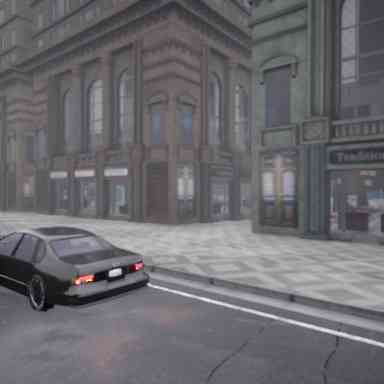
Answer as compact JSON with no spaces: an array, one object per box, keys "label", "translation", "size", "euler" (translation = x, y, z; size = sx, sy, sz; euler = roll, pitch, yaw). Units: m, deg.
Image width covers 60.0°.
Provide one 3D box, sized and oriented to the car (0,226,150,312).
[{"label":"car","translation":[-3.359,1.527,7.704],"size":[5.357,1.411,2.033],"euler":[0,0,39]}]
